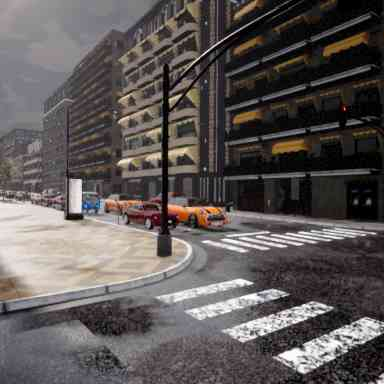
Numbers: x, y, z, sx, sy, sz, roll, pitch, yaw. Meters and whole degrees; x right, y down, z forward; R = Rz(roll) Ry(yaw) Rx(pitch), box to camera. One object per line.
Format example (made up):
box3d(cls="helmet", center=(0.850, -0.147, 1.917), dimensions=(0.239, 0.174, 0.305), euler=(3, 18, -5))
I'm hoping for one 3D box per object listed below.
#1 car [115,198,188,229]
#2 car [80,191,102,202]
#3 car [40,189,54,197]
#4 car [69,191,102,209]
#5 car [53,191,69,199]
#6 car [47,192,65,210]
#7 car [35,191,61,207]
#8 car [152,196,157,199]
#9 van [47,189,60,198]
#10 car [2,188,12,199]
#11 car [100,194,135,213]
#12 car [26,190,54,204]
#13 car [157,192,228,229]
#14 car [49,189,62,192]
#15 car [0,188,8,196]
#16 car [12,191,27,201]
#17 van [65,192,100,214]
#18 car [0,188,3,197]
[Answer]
box3d(cls="car", center=(-2.458, 1.262, 19.041), dimensions=(1.887, 1.381, 4.507), euler=(2, 0, -36))
box3d(cls="car", center=(-15.689, 0.712, 51.406), dimensions=(1.967, 1.590, 4.097), euler=(2, 0, -36))
box3d(cls="car", center=(-32.356, 0.274, 74.257), dimensions=(1.967, 1.590, 4.097), euler=(2, 0, -36))
box3d(cls="car", center=(-11.539, 0.800, 35.881), dimensions=(2.097, 1.767, 4.553), euler=(1, 0, -36))
box3d(cls="car", center=(-25.792, 0.531, 65.254), dimensions=(1.752, 1.417, 4.829), euler=(2, 0, -36))
box3d(cls="car", center=(-12.458, 0.998, 32.751), dimensions=(1.887, 1.381, 4.507), euler=(2, 0, -36))
box3d(cls="car", center=(-15.791, 0.910, 37.321), dimensions=(1.887, 1.381, 4.507), euler=(2, 0, -36))
box3d(cls="car", center=(-2.352, 0.938, 33.125), dimensions=(2.192, 1.841, 5.009), euler=(2, 0, -36))
box3d(cls="van", center=(-29.019, 0.262, 69.687), dimensions=(1.690, 1.788, 3.998), euler=(2, 0, -36))
box3d(cls="car", center=(-32.458, 0.472, 60.172), dimensions=(1.887, 1.381, 4.507), euler=(2, 0, -36))
box3d(cls="car", center=(-5.602, 0.956, 27.739), dimensions=(2.097, 1.767, 4.553), euler=(1, 0, -36))
box3d(cls="car", center=(-19.024, 0.806, 41.754), dimensions=(1.752, 1.417, 4.829), euler=(2, 0, -36))
box3d(cls="car", center=(0.085, 1.107, 19.890), dimensions=(2.097, 1.767, 4.553), euler=(1, 0, -35))
box3d(cls="car", center=(-25.132, 0.601, 59.961), dimensions=(2.033, 1.411, 5.357), euler=(1, 0, -38))
box3d(cls="car", center=(-42.451, -0.021, 73.883), dimensions=(2.192, 1.841, 5.009), euler=(2, 0, -36))
box3d(cls="car", center=(-25.788, 0.542, 51.032), dimensions=(1.967, 1.590, 4.097), euler=(2, 0, -36))
box3d(cls="van", center=(-9.118, 0.882, 28.181), dimensions=(1.690, 1.788, 3.998), euler=(2, 0, -36))
box3d(cls="car", center=(-39.125, 0.302, 69.312), dimensions=(2.008, 1.369, 4.403), euler=(2, 0, -36))
